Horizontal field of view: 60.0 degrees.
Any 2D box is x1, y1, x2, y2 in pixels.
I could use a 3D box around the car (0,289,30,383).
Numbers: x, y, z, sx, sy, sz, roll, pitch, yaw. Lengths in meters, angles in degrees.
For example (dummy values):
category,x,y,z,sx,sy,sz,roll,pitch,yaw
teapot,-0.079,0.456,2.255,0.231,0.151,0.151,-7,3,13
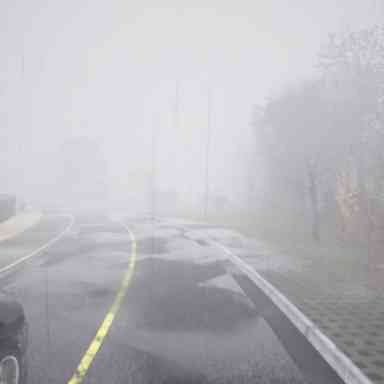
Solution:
category,x,y,z,sx,sy,sz,roll,pitch,yaw
car,-2.736,1.523,1.988,1.812,1.442,4.674,0,0,0
